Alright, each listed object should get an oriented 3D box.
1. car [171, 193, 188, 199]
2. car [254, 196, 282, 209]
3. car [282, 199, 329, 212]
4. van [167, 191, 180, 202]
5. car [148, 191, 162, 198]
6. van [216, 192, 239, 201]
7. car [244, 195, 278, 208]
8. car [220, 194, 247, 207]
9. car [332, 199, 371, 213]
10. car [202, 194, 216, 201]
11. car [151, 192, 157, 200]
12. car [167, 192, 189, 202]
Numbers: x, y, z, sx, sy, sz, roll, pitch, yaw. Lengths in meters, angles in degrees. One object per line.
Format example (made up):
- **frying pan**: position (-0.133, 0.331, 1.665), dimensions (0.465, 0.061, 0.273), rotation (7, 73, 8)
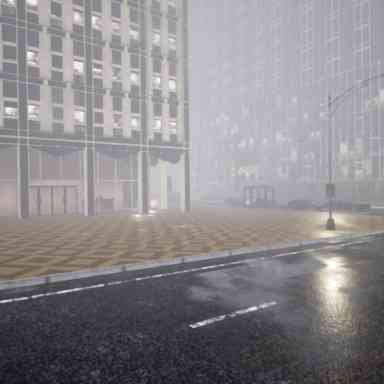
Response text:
- **car**: position (-2.882, 0.933, 74.016), dimensions (1.802, 1.307, 4.206), rotation (0, 1, -34)
- **car**: position (9.302, 1.385, 41.057), dimensions (1.802, 1.307, 4.206), rotation (-1, 1, -34)
- **car**: position (12.489, 1.421, 36.348), dimensions (1.947, 1.339, 4.313), rotation (-1, 1, -34)
- **van**: position (-3.406, 0.935, 59.902), dimensions (1.690, 1.788, 3.998), rotation (0, 1, -34)
- **car**: position (-9.284, 0.683, 83.407), dimensions (1.967, 1.590, 4.097), rotation (0, 1, -34)
- **van**: position (6.719, 0.852, 59.922), dimensions (1.690, 1.788, 3.998), rotation (-1, 1, -34)
- **car**: position (9.378, 1.251, 45.731), dimensions (1.812, 1.442, 4.674), rotation (-1, 1, -34)
- **car**: position (6.150, 1.317, 45.786), dimensions (1.947, 1.339, 4.313), rotation (-1, 1, -34)
- **car**: position (16.373, 1.439, 35.465), dimensions (1.895, 1.301, 4.718), rotation (-1, 1, -34)
- **car**: position (3.519, 1.040, 64.622), dimensions (1.802, 1.307, 4.206), rotation (-1, 1, -34)
- **car**: position (-9.808, 1.037, 69.298), dimensions (2.008, 1.369, 4.403), rotation (0, 1, -34)
- **car**: position (-2.809, 0.873, 63.780), dimensions (2.097, 1.767, 4.553), rotation (-1, 1, -34)
